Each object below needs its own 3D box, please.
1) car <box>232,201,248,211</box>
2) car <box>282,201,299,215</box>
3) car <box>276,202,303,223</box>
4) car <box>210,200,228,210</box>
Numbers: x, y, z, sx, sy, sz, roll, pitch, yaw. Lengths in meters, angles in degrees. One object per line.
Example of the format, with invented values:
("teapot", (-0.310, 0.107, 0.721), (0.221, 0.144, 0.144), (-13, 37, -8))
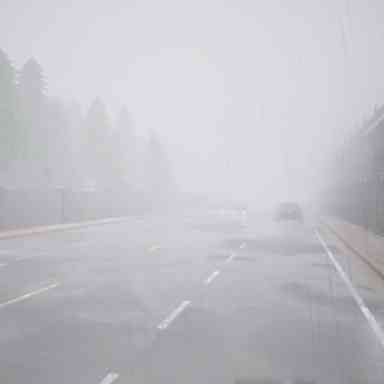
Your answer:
("car", (7.133, 2.027, 48.985), (1.812, 1.442, 4.674), (0, -1, 17))
("car", (12.230, 1.933, 41.173), (1.882, 1.535, 5.008), (0, 0, 17))
("car", (8.553, 1.674, 29.079), (2.097, 1.767, 4.553), (0, -1, 17))
("car", (4.213, 1.986, 51.377), (1.882, 1.535, 5.008), (0, -1, 17))
